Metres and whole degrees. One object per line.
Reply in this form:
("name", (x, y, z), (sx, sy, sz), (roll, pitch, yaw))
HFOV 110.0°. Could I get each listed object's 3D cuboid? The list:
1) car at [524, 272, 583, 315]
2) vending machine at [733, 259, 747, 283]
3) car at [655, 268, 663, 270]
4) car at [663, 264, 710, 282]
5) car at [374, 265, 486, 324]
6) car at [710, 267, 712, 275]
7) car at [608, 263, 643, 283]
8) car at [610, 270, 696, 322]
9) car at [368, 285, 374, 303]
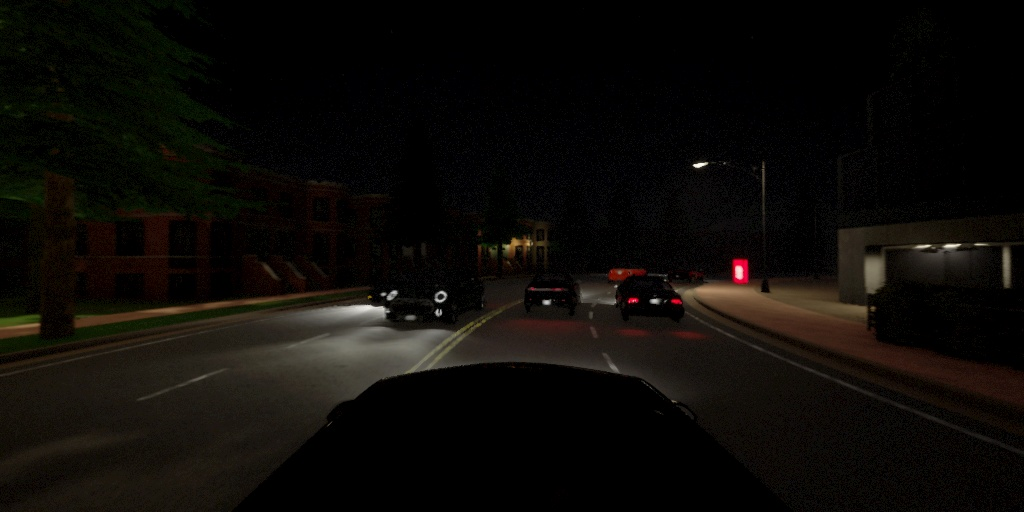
("car", (1.742, 1.373, 14.475), (2.128, 1.511, 4.902), (0, 0, 14))
("vending machine", (18.235, 1.237, 28.658), (1.100, 2.100, 0.880), (0, 0, 45))
("car", (21.829, 1.852, 49.132), (4.718, 1.301, 1.895), (0, -1, -25))
("car", (15.566, 1.548, 31.831), (1.882, 1.535, 5.008), (-1, -1, 44))
("car", (-2.460, 1.208, 12.524), (2.097, 1.767, 4.553), (0, -1, 12))
("car", (23.693, 1.749, 46.103), (4.674, 1.442, 1.812), (0, -1, -25))
("car", (10.066, 1.407, 30.877), (2.097, 1.767, 4.553), (0, -1, 38))
("car", (4.816, 1.417, 13.045), (2.033, 1.411, 5.357), (0, -1, 14))
("car", (-4.917, 1.465, 17.204), (1.994, 1.385, 4.181), (0, -1, 17))
